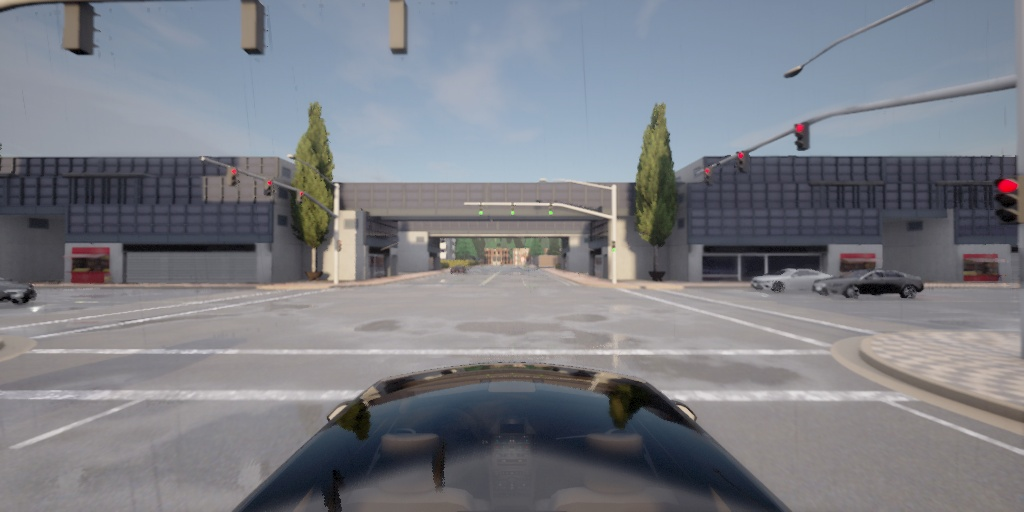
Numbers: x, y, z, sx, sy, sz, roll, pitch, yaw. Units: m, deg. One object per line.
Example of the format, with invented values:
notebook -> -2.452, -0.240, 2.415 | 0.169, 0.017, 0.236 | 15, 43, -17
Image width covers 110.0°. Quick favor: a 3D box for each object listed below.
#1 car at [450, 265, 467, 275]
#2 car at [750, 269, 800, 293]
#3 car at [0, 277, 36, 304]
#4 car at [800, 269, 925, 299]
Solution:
car -> -7.544, 1.961, 51.021 | 1.994, 1.385, 4.181 | 0, 0, 0
car -> 17.607, 1.530, 22.511 | 4.674, 1.442, 1.812 | 0, -1, 0
car -> -23.582, 1.408, 15.370 | 4.902, 1.511, 2.128 | 0, -1, 1
car -> 18.741, 1.450, 19.031 | 4.902, 1.511, 2.128 | 0, -1, 0
